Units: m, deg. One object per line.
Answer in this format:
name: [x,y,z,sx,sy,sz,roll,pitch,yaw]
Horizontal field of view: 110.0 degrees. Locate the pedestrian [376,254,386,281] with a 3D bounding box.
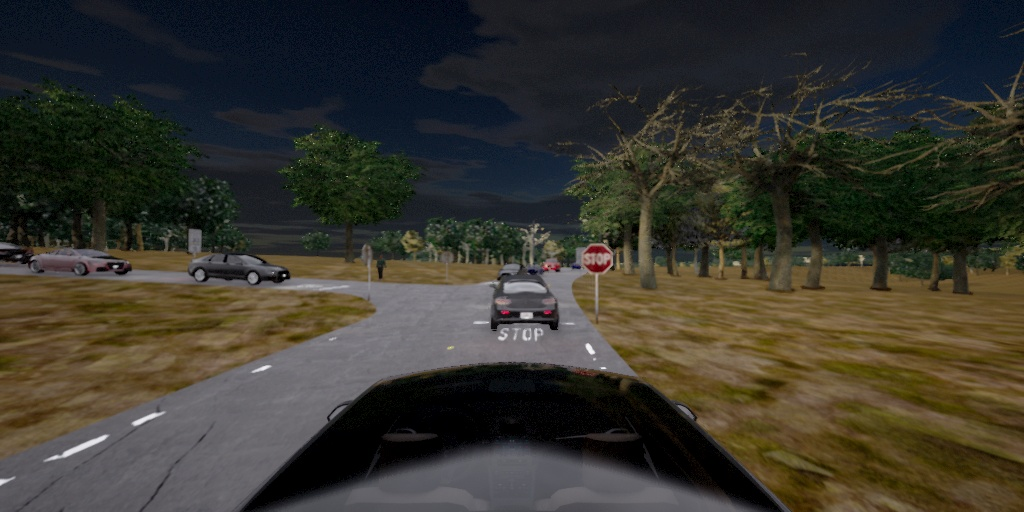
pedestrian: [-9.028,0.776,24.654,0.375,1.860,0.375,0,-4,5]

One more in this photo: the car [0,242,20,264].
car: [-34.745,-0.231,23.666,5.008,1.535,1.882,2,-1,5]

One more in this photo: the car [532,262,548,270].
car: [2.376,1.621,40.102,1.895,1.301,4.718,0,-1,15]

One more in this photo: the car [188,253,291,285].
car: [-14.111,0.653,18.687,4.892,1.490,1.837,3,-1,6]

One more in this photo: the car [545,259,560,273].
car: [6.048,1.440,54.472,2.150,2.045,5.566,0,0,14]

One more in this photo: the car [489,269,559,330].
car: [0.285,1.275,10.963,1.812,1.442,4.674,0,0,-2]

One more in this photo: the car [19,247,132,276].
car: [-23.327,0.305,19.485,4.181,1.385,1.994,3,-1,5]

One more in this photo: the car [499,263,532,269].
car: [0.134,1.400,30.833,1.837,1.490,4.892,0,-1,14]
